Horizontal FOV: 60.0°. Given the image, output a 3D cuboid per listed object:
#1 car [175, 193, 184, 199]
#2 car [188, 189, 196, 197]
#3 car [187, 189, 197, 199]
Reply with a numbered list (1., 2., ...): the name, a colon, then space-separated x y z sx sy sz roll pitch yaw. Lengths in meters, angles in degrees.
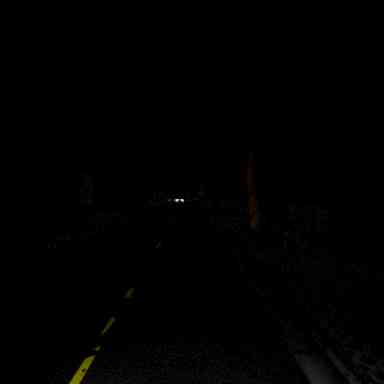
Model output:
1. car: -2.746 0.906 74.263 1.994 1.385 4.181 0 1 0
2. car: 0.005 0.188 87.810 2.150 2.045 5.566 0 1 0
3. car: 0.005 0.521 77.393 2.150 2.045 5.566 0 1 0
